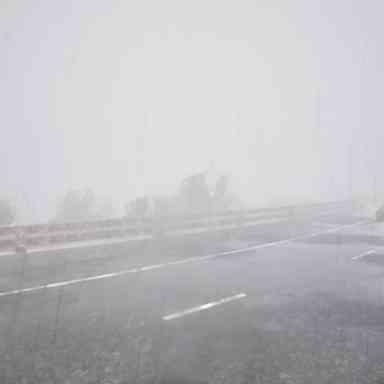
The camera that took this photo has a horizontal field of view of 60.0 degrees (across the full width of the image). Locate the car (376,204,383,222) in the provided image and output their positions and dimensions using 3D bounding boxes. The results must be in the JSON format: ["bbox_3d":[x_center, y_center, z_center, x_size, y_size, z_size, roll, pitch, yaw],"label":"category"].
[{"bbox_3d":[13.910,1.301,22.567,1.994,1.385,4.181,0,0,40],"label":"car"}]
